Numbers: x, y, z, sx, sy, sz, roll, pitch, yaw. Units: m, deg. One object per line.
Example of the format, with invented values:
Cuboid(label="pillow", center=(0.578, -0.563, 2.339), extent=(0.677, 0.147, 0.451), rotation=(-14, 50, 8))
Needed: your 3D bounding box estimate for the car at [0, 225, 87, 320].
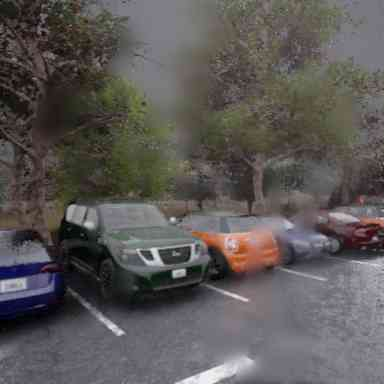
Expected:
Cuboid(label="car", center=(-4.154, 1.509, 7.132), extent=(2.163, 1.488, 4.792), rotation=(0, 0, -35))

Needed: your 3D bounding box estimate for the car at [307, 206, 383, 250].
Cuboid(label="car", center=(4.937, 1.471, 13.573), extent=(2.097, 1.535, 5.008), rotation=(0, 0, -35))

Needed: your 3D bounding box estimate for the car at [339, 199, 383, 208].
Cuboid(label="car", center=(7.219, 1.342, 15.168), extent=(2.185, 1.767, 4.553), rotation=(0, 0, -35))

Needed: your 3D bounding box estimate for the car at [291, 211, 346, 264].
Cuboid(label="car", center=(2.665, 1.514, 11.963), extent=(2.002, 1.452, 4.674), rotation=(0, 0, -35))

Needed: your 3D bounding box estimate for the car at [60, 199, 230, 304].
Cuboid(label="car", center=(-1.851, 1.228, 8.704), extent=(2.435, 2.045, 5.566), rotation=(0, 0, -35))

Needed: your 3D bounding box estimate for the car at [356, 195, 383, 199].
Cuboid(label="car", center=(11.753, 1.208, 18.407), extent=(2.435, 2.045, 5.566), rotation=(0, 0, -36))

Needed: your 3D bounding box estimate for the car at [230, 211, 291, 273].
Cuboid(label="car", center=(0.417, 1.351, 10.318), extent=(2.185, 1.767, 4.553), rotation=(0, 0, -35))
